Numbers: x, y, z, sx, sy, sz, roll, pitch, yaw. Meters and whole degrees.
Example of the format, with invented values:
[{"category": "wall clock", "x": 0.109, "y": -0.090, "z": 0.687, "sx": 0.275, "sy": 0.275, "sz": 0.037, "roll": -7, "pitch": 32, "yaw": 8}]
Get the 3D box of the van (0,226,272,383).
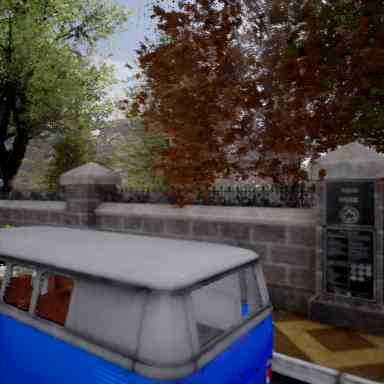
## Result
[{"category": "van", "x": -1.159, "y": 1.340, "z": 3.543, "sx": 3.998, "sy": 1.788, "sz": 1.690, "roll": 0, "pitch": 0, "yaw": 35}]
